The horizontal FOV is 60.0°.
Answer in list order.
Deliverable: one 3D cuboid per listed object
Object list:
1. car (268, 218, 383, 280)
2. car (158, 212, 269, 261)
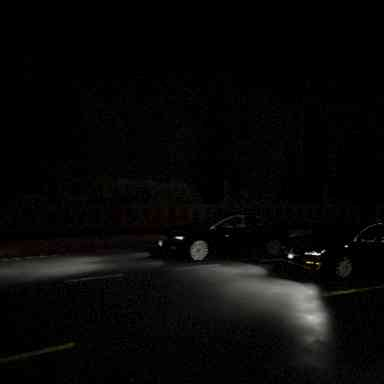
[{"bbox_3d":[4.970,1.548,9.873,4.892,1.490,1.837,1,0,-20],"label":"car"},{"bbox_3d":[1.229,1.476,12.005,4.902,1.511,2.128,1,0,-23],"label":"car"}]
